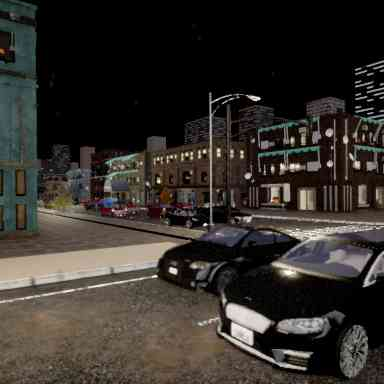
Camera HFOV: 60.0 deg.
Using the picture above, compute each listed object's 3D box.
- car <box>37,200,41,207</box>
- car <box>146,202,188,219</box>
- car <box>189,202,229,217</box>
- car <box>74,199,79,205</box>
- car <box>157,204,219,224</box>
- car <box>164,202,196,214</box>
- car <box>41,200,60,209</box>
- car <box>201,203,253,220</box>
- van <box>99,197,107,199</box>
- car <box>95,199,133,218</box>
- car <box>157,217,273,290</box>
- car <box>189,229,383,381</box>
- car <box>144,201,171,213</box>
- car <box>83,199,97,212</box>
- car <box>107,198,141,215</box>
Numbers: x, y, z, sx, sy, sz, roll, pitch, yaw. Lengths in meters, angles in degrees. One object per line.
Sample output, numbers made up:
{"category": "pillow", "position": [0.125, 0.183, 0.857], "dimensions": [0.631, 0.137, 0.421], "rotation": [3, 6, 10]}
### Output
{"category": "car", "position": [-30.703, 2.376, 66.790], "dimensions": [2.008, 1.369, 4.403], "rotation": [-1, 0, -35]}
{"category": "car", "position": [-2.662, 1.875, 31.719], "dimensions": [1.994, 1.385, 4.181], "rotation": [-1, 0, -35]}
{"category": "car", "position": [1.736, 1.810, 35.506], "dimensions": [2.008, 1.369, 4.403], "rotation": [-2, 0, -35]}
{"category": "car", "position": [-27.066, 2.364, 76.152], "dimensions": [1.947, 1.339, 4.313], "rotation": [-1, 0, -35]}
{"category": "car", "position": [-0.377, 1.814, 23.783], "dimensions": [1.947, 1.339, 4.313], "rotation": [-1, 0, -35]}
{"category": "car", "position": [-1.464, 1.904, 40.023], "dimensions": [1.802, 1.307, 4.206], "rotation": [-2, 0, -35]}
{"category": "car", "position": [-24.204, 2.232, 57.618], "dimensions": [1.752, 1.417, 4.829], "rotation": [-1, 0, -35]}
{"category": "car", "position": [2.451, 1.735, 24.506], "dimensions": [1.812, 1.442, 4.674], "rotation": [-1, 0, -37]}
{"category": "van", "position": [-14.270, 1.907, 58.087], "dimensions": [1.690, 1.788, 3.998], "rotation": [-1, 0, -35]}
{"category": "car", "position": [-8.304, 1.846, 35.175], "dimensions": [1.967, 1.590, 4.097], "rotation": [-1, 0, -35]}
{"category": "car", "position": [1.209, 1.563, 8.529], "dimensions": [4.181, 1.385, 1.994], "rotation": [0, 0, -35]}
{"category": "car", "position": [2.614, 1.490, 5.540], "dimensions": [4.902, 1.511, 2.128], "rotation": [0, 0, -35]}
{"category": "car", "position": [-4.663, 1.966, 44.539], "dimensions": [1.802, 1.307, 4.206], "rotation": [-1, 0, -35]}
{"category": "car", "position": [-13.804, 2.074, 47.506], "dimensions": [2.033, 1.411, 5.357], "rotation": [-1, 0, -35]}
{"category": "car", "position": [-7.821, 1.764, 39.002], "dimensions": [2.097, 1.767, 4.553], "rotation": [-1, 0, -35]}
